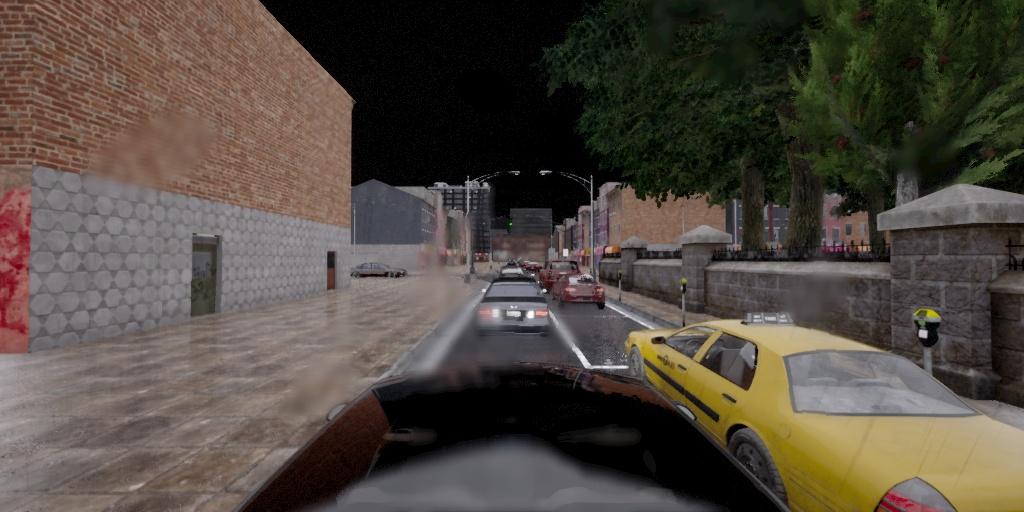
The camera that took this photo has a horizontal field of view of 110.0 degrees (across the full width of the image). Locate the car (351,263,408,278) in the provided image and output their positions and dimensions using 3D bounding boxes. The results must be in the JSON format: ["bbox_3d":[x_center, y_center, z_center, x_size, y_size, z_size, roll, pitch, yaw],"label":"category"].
[{"bbox_3d":[-12.067,1.290,31.690,5.357,1.411,2.033,0,-1,-4],"label":"car"}]

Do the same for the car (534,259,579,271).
[{"bbox_3d":[2.628,1.076,20.156,2.192,1.841,5.009,0,0,0],"label":"car"}]

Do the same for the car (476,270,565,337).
[{"bbox_3d":[0.062,1.300,10.228,2.033,1.411,5.357,0,0,0],"label":"car"}]

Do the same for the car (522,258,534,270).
[{"bbox_3d":[2.610,1.355,46.585,1.888,1.381,4.507,0,0,0],"label":"car"}]

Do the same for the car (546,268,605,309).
[{"bbox_3d":[2.632,1.338,14.707,1.802,1.307,4.207,0,0,0],"label":"car"}]

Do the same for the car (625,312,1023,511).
[{"bbox_3d":[2.639,1.276,3.978,1.751,1.417,4.829,0,0,0],"label":"car"}]

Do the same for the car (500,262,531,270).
[{"bbox_3d":[-0.037,1.289,21.789,1.812,1.442,4.674,0,0,-1],"label":"car"}]

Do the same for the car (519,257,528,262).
[{"bbox_3d":[2.598,1.402,62.896,1.888,1.381,4.507,0,0,0],"label":"car"}]
